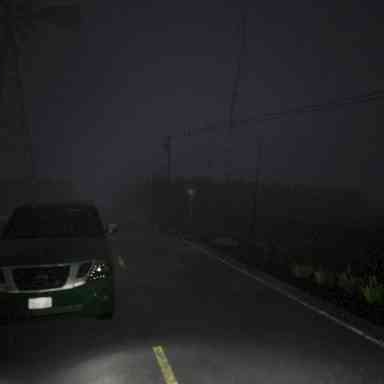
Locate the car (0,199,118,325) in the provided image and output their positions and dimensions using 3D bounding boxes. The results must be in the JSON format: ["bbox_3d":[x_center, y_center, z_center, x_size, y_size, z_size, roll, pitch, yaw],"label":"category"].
[{"bbox_3d":[-2.942,1.219,7.362,2.150,2.045,5.566,0,0,-17],"label":"car"}]
